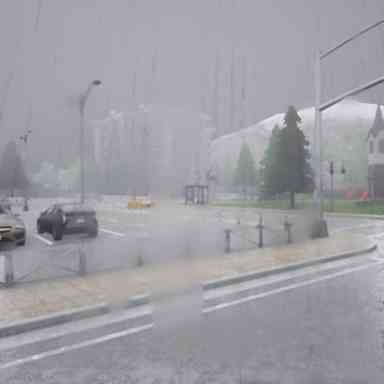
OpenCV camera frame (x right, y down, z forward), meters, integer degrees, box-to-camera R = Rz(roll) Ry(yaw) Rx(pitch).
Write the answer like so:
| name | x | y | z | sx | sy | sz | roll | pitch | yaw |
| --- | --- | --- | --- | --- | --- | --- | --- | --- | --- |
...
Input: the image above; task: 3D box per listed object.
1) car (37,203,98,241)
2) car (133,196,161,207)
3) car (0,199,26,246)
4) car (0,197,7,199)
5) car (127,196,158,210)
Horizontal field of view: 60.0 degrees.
| name | x | y | z | sx | sy | sz | roll | pitch | yaw |
| --- | --- | --- | --- | --- | --- | --- | --- | --- | --- |
| car | -5.894 | 1.294 | 15.639 | 2.007 | 1.523 | 4.514 | -1 | 0 | -36 |
| car | -6.348 | 1.291 | 46.132 | 1.812 | 1.442 | 4.674 | -1 | 0 | -36 |
| car | -8.408 | 1.318 | 13.763 | 2.152 | 1.636 | 5.027 | -1 | 0 | -36 |
| car | -21.125 | 1.328 | 36.753 | 1.845 | 1.501 | 3.633 | -1 | 0 | -36 |
| car | -6.078 | 1.281 | 39.724 | 1.882 | 1.535 | 5.008 | -1 | 1 | -36 |
